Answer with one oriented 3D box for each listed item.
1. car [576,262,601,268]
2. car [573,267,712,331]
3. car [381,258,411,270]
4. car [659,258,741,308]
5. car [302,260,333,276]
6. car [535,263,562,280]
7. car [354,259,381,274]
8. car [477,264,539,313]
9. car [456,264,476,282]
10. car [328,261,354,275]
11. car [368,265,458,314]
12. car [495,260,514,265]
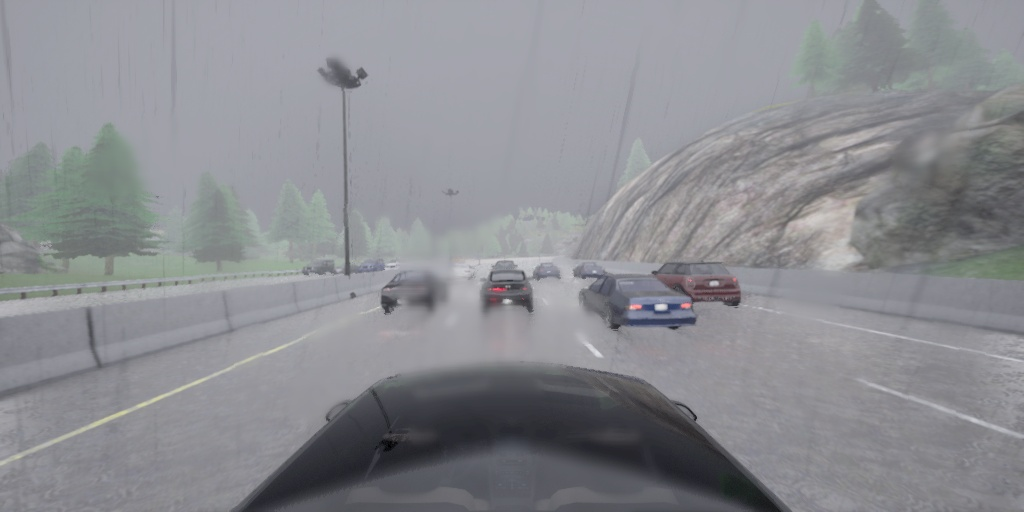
[{"bbox_3d":[6.413,1.183,30.013,1.994,1.385,4.181,-1,0,-1],"label":"car"},{"bbox_3d":[3.399,1.226,10.765,2.033,1.411,5.357,-1,0,-1],"label":"car"},{"bbox_3d":[-15.246,1.315,48.380,2.150,2.045,5.566,-1,0,-1],"label":"car"},{"bbox_3d":[6.823,0.956,14.288,2.097,1.767,4.553,-1,0,-1],"label":"car"},{"bbox_3d":[-25.730,1.542,48.041,2.150,2.045,5.566,-1,0,-1],"label":"car"},{"bbox_3d":[2.913,1.259,30.001,1.994,1.385,4.181,-1,0,-1],"label":"car"},{"bbox_3d":[-18.742,1.391,48.274,2.150,2.045,5.566,-1,0,-1],"label":"car"},{"bbox_3d":[-0.169,1.262,14.140,1.837,1.490,4.892,-1,0,-1],"label":"car"},{"bbox_3d":[-4.096,1.372,30.319,1.812,1.442,4.674,-1,0,-1],"label":"car"},{"bbox_3d":[-22.232,1.736,48.297,2.128,1.511,4.902,-1,0,-1],"label":"car"},{"bbox_3d":[-3.673,1.325,14.311,2.128,1.511,4.902,-1,0,-1],"label":"car"},{"bbox_3d":[-0.572,1.121,29.071,2.097,1.767,4.553,-1,0,-1],"label":"car"}]
